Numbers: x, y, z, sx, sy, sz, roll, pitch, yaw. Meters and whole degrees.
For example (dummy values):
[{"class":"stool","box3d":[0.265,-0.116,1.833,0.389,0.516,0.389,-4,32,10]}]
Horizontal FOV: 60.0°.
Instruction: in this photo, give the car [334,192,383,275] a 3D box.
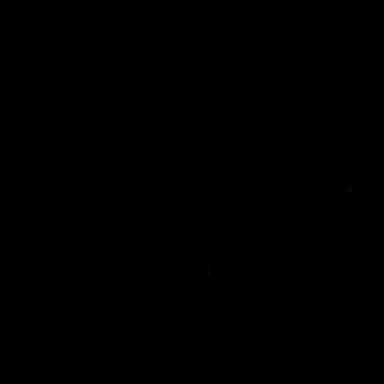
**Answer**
[{"class":"car","box3d":[5.338,1.141,8.028,2.150,2.045,5.566,0,0,10]}]

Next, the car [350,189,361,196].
[{"class":"car","box3d":[39.046,0.068,79.367,1.994,1.385,4.181,0,3,31]}]

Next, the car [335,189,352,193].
[{"class":"car","box3d":[29.024,0.520,64.145,2.150,2.045,5.566,0,2,35]}]
